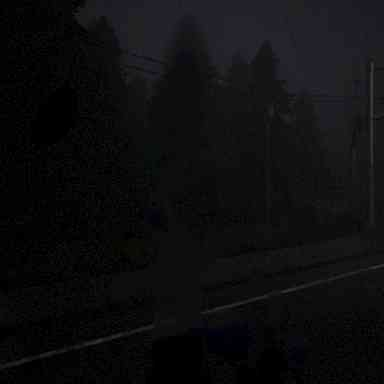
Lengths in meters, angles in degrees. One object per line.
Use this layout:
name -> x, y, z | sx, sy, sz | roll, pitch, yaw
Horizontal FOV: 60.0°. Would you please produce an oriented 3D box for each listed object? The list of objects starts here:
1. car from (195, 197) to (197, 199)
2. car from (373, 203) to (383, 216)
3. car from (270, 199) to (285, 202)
car -> -0.165, 1.599, 65.211 | 4.718, 1.301, 1.895 | 0, 0, 27
car -> 17.874, 1.562, 29.365 | 1.994, 1.385, 4.181 | 0, 0, 3
car -> 12.520, 1.503, 48.225 | 1.837, 1.490, 4.892 | 0, 0, -36
